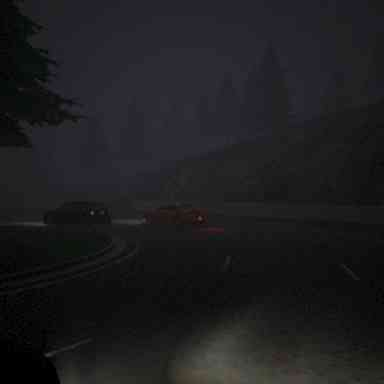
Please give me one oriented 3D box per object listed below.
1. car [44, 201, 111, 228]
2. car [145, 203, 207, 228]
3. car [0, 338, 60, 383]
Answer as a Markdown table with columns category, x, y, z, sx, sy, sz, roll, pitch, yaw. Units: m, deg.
| category | x | y | z | sx | sy | sz | roll | pitch | yaw |
| --- | --- | --- | --- | --- | --- | --- | --- | --- | --- |
| car | -7.737 | 1.381 | 22.382 | 4.553 | 1.767 | 2.097 | 0 | 0 | 26 |
| car | -1.224 | 1.502 | 22.641 | 1.882 | 1.535 | 5.008 | 1 | -1 | -44 |
| car | -3.195 | 1.482 | 1.392 | 5.008 | 1.535 | 1.882 | 0 | 1 | -28 |
